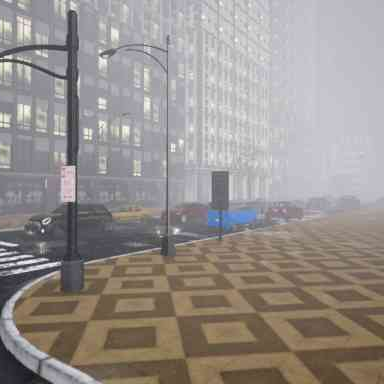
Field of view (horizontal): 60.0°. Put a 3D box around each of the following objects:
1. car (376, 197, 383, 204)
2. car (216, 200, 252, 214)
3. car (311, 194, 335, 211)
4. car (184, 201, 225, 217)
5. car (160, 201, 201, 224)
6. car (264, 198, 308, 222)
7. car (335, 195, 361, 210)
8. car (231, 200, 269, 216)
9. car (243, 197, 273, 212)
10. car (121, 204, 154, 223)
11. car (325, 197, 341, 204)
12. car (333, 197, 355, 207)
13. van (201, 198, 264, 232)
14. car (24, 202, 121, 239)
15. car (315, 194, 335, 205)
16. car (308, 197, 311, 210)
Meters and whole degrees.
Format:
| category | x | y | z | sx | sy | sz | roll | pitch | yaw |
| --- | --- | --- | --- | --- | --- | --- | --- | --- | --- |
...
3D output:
| category | x | y | z | sx | sy | sz | roll | pitch | yaw |
| --- | --- | --- | --- | --- | --- | --- | --- | --- | --- |
| car | 38.043 | 1.658 | 66.615 | 1.947 | 1.339 | 4.313 | 0 | 0 | 38 |
| car | 4.668 | 1.571 | 36.132 | 1.887 | 1.381 | 4.507 | 0 | 0 | 38 |
| car | 16.150 | 1.397 | 42.179 | 2.097 | 1.767 | 4.553 | 0 | 0 | 37 |
| car | 1.277 | 1.604 | 31.721 | 1.802 | 1.307 | 4.206 | 0 | 0 | 38 |
| car | -0.324 | 1.499 | 25.586 | 1.882 | 1.535 | 5.008 | 0 | 0 | 37 |
| car | 7.524 | 1.472 | 26.918 | 1.967 | 1.590 | 4.097 | 0 | 0 | 38 |
| car | 21.088 | 1.368 | 44.561 | 2.192 | 1.841 | 5.009 | 0 | 0 | 38 |
| car | 5.942 | 1.554 | 33.730 | 1.812 | 1.442 | 4.674 | 0 | 0 | 37 |
| car | 8.059 | 1.471 | 40.543 | 1.967 | 1.590 | 4.097 | 0 | 0 | 38 |
| car | -4.827 | 1.540 | 23.995 | 1.752 | 1.417 | 4.829 | 0 | 0 | 38 |
| car | 28.406 | 1.624 | 67.008 | 2.008 | 1.369 | 4.403 | 0 | 0 | 38 |
| car | 23.946 | 1.552 | 52.319 | 2.128 | 1.511 | 4.902 | 0 | 0 | 37 |
| van | 2.565 | 1.368 | 20.286 | 1.690 | 1.788 | 3.998 | 0 | 0 | 38 |
| car | -6.375 | 1.366 | 17.650 | 2.097 | 1.767 | 4.553 | 0 | 0 | 36 |
| car | 25.015 | 1.380 | 62.598 | 2.192 | 1.841 | 5.009 | 0 | 0 | 38 |
| car | 13.073 | 1.587 | 42.929 | 2.033 | 1.411 | 5.357 | 0 | 0 | 38 |
